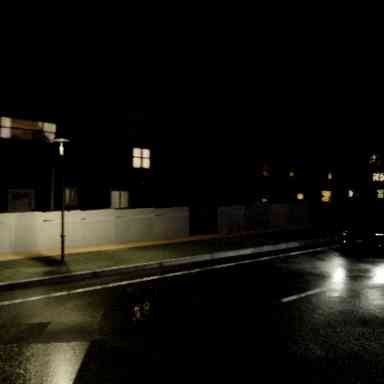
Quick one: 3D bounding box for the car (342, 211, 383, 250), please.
[{"bbox_3d":[8.088,1.500,13.563,5.008,1.535,1.882,0,0,-36],"label":"car"}]
